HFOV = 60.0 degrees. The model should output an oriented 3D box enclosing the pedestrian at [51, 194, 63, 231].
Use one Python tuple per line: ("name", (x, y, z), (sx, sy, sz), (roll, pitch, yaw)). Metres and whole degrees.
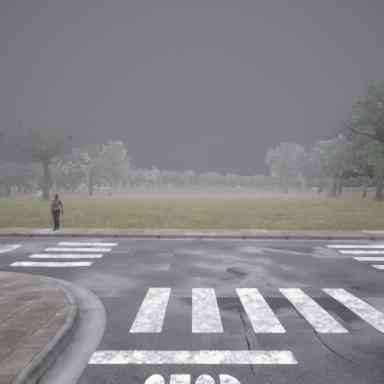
("pedestrian", (-6.840, 1.004, 16.749), (0.375, 1.860, 0.375), (0, 1, 0))
